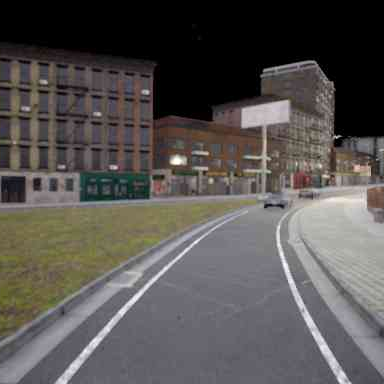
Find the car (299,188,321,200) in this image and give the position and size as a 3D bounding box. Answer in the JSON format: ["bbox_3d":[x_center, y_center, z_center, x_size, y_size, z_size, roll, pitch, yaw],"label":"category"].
[{"bbox_3d":[15.638,0.202,44.094,2.128,1.511,4.902,1,3,36],"label":"car"}]

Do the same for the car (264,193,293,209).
[{"bbox_3d":[8.328,0.814,31.870,1.994,1.385,4.181,1,3,27],"label":"car"}]
